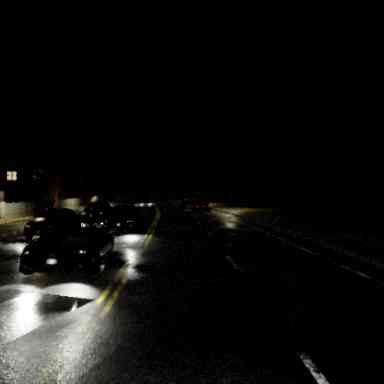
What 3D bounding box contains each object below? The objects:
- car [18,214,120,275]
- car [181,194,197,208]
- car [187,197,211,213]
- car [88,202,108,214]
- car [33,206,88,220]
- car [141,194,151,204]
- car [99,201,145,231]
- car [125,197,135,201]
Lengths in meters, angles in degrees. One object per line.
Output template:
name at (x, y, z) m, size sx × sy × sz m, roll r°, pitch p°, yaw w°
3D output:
car at (-3.716, 1.610, 10.551) m, size 1.994 × 1.385 × 4.181 m, roll 0°, pitch 0°, yaw -3°
car at (-0.422, 1.343, 51.675) m, size 2.150 × 2.045 × 5.566 m, roll 0°, pitch 0°, yaw -8°
car at (1.005, 1.639, 38.805) m, size 2.033 × 1.411 × 5.357 m, roll 0°, pitch 0°, yaw -6°
car at (-7.975, 1.610, 28.352) m, size 1.837 × 1.490 × 4.892 m, roll 0°, pitch 0°, yaw -2°
car at (-7.337, 1.607, 18.033) m, size 1.812 × 1.442 × 4.674 m, roll 0°, pitch 0°, yaw -3°
car at (-9.522, 1.522, 68.830) m, size 2.097 × 1.767 × 4.553 m, roll 0°, pitch 0°, yaw -9°
car at (-4.248, 1.579, 20.918) m, size 1.837 × 1.490 × 4.892 m, roll 0°, pitch 0°, yaw -4°
car at (-12.717, 1.769, 68.234) m, size 1.895 × 1.301 × 4.718 m, roll 0°, pitch 0°, yaw -9°
